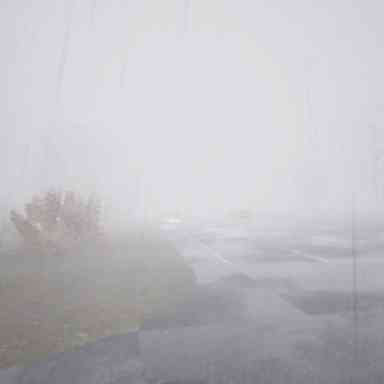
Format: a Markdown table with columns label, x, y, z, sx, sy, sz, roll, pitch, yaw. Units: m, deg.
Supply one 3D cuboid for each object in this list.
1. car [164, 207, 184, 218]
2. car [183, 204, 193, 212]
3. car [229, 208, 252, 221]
| label | x | y | z | sx | sy | sz | roll | pitch | yaw |
| --- | --- | --- | --- | --- | --- | --- | --- | --- | --- |
| car | -3.111 | 3.550 | 55.133 | 2.128 | 1.511 | 4.902 | -2 | -2 | -8 |
| car | -1.005 | 4.299 | 88.943 | 2.150 | 2.045 | 5.566 | -2 | -2 | -8 |
| car | 5.990 | 2.704 | 41.516 | 1.882 | 1.535 | 5.008 | -2 | -2 | -8 |
